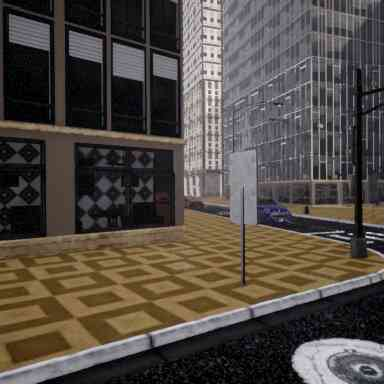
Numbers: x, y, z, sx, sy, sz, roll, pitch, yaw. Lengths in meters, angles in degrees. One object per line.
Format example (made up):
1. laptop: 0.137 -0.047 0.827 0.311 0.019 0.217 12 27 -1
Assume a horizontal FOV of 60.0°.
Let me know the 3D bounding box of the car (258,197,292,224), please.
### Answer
1. car: 4.860 1.151 22.898 2.097 1.767 4.553 -1 1 -19

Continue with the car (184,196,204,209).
1. car: -0.139 1.146 37.809 1.994 1.385 4.181 -1 1 -18
